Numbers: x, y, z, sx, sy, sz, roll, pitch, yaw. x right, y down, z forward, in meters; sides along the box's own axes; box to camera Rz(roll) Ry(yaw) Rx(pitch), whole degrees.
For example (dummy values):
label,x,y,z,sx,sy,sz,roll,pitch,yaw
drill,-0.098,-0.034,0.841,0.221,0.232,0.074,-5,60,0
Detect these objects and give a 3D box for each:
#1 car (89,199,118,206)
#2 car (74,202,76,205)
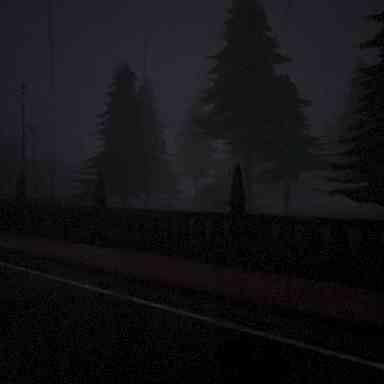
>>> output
label,x,y,z,sx,sy,sz,roll,pitch,yaw
car,-12.550,1.118,47.670,2.097,1.767,4.553,0,0,36
car,-15.398,1.096,49.705,2.097,1.767,4.553,0,0,36
